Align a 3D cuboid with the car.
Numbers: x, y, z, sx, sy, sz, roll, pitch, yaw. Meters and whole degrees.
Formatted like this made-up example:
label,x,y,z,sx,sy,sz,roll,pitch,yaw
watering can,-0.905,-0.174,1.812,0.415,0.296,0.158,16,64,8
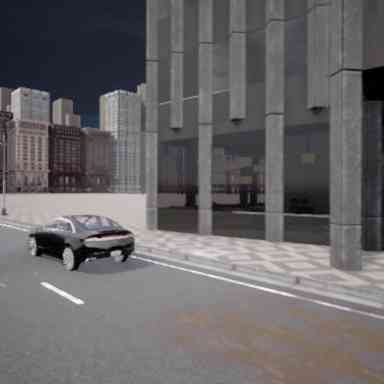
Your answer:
label,x,y,z,sx,sy,sz,roll,pitch,yaw
car,-3.814,1.500,11.024,2.128,1.511,4.902,0,0,-44
